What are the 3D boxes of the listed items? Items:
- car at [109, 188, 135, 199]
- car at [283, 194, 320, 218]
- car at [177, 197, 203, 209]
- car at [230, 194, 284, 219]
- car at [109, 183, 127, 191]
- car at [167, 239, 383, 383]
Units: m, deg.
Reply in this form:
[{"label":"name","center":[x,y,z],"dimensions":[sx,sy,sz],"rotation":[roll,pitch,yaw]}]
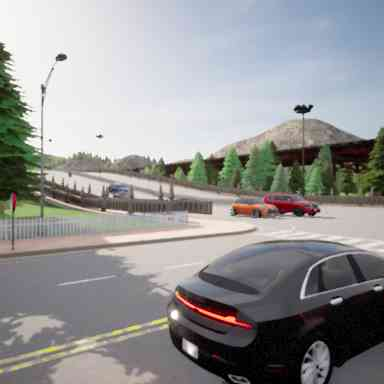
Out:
[{"label":"car","center":[-10.322,0.769,50.691],"dimensions":[1.837,1.490,4.892],"rotation":[0,5,-37]},{"label":"car","center":[9.034,1.204,30.950],"dimensions":[2.150,2.045,5.566],"rotation":[0,0,-37]},{"label":"car","center":[-0.230,1.397,43.138],"dimensions":[1.837,1.490,4.892],"rotation":[0,2,-37]},{"label":"car","center":[5.474,1.338,29.520],"dimensions":[2.097,1.767,4.553],"rotation":[0,0,-34]},{"label":"car","center":[-13.221,-0.457,60.460],"dimensions":[2.150,2.045,5.566],"rotation":[0,6,-36]},{"label":"car","center":[1.952,1.502,5.138],"dimensions":[4.892,1.490,1.837],"rotation":[0,0,-35]}]
